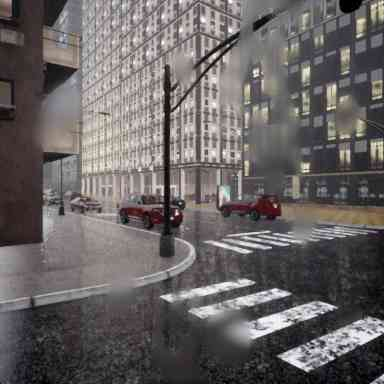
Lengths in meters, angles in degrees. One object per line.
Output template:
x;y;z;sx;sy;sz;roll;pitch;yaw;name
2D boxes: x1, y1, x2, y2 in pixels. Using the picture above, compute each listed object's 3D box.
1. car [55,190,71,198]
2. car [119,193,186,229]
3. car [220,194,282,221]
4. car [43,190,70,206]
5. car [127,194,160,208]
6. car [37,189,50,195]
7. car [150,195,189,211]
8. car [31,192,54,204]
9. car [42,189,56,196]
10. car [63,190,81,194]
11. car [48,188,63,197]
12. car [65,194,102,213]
-25.147;0.310;64.693;1.887;1.381;4.507;1;0;-36;car
-2.534;1.008;19.330;2.192;1.841;5.009;2;0;-36;car
4.208;1.027;24.305;2.192;1.841;5.009;1;0;-36;car
-15.582;0.827;37.276;2.008;1.369;4.403;2;0;-36;car
-5.582;0.966;37.768;1.947;1.339;4.313;1;0;-36;car
-34.930;-0.011;78.155;1.887;1.381;4.507;1;0;-36;car
-2.320;1.070;33.281;1.947;1.339;4.313;1;0;-36;car
-18.843;0.752;41.762;1.802;1.307;4.206;2;0;-36;car
-31.668;0.097;73.667;1.887;1.381;4.507;1;0;-36;car
-18.120;0.560;50.593;1.837;1.490;4.892;0;1;-36;car
-28.404;0.099;69.179;1.967;1.590;4.097;1;0;-36;car
-9.062;1.067;28.303;1.802;1.307;4.206;2;0;-36;car
